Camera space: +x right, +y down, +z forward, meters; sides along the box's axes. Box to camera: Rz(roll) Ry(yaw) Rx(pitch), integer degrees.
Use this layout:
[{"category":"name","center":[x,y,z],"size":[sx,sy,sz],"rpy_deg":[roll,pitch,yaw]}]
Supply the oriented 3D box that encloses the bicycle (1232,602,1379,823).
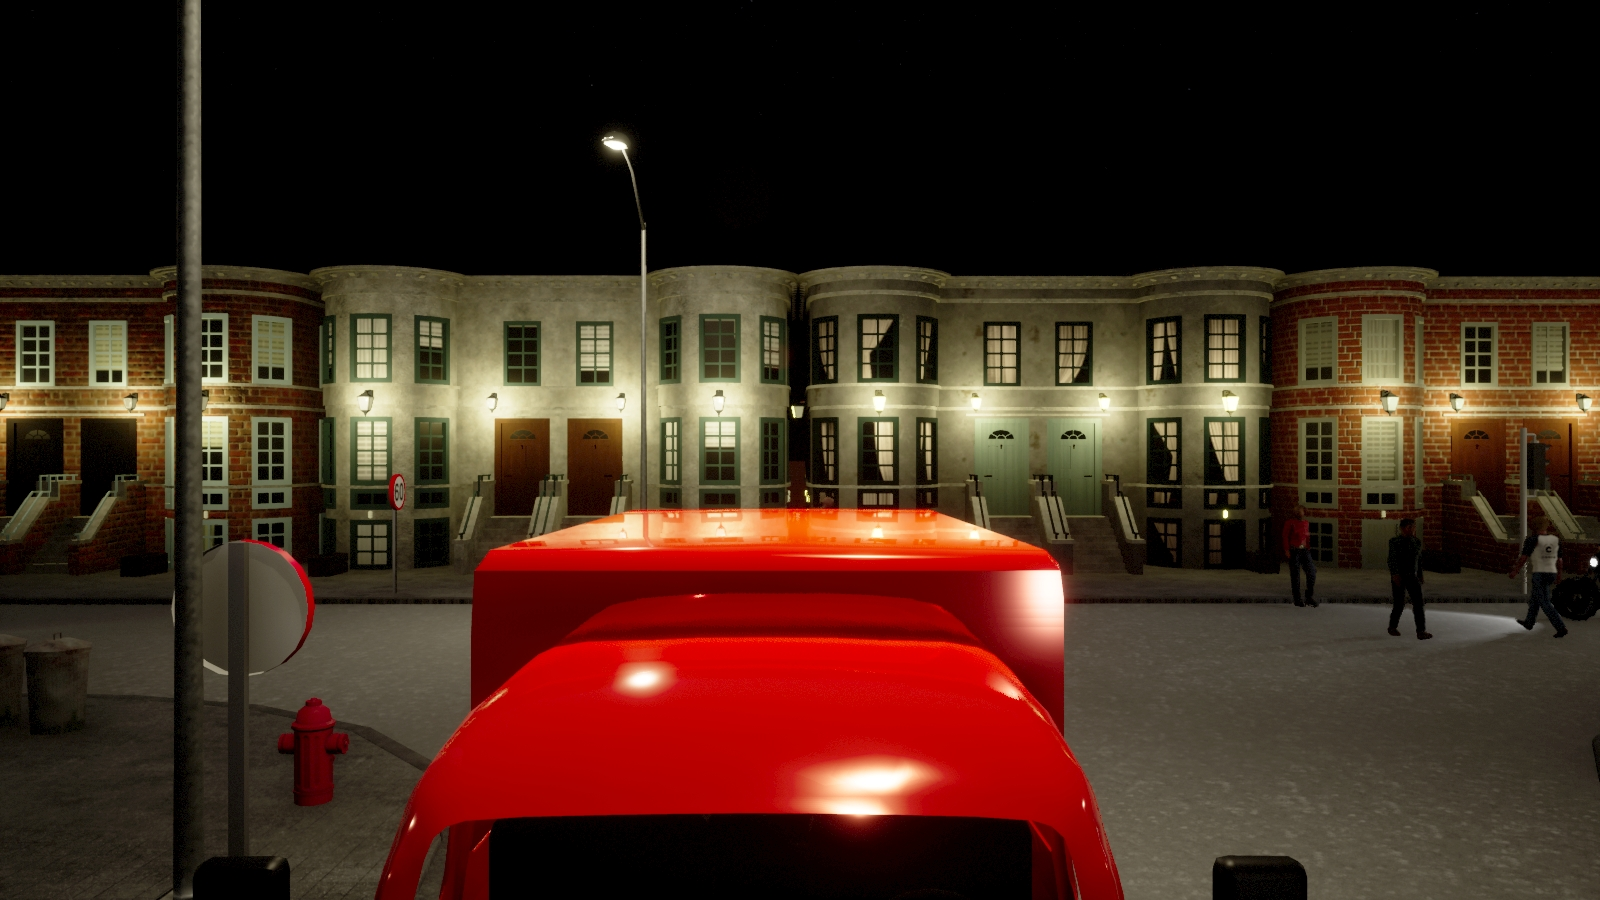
[{"category":"bicycle","center":[3.845,1.940,8.827],"size":[0.329,1.271,1.835],"rpy_deg":[0,0,0]}]

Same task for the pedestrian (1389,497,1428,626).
[{"category":"pedestrian","center":[8.923,1.628,16.768],"size":[0.375,1.860,0.375],"rpy_deg":[0,0,0]}]

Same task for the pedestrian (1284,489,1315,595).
[{"category":"pedestrian","center":[8.890,1.628,20.338],"size":[0.375,1.860,0.375],"rpy_deg":[0,0,-4]}]

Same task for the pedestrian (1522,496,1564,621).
[{"category":"pedestrian","center":[11.226,1.629,17.260],"size":[0.375,1.860,0.375],"rpy_deg":[0,0,-7]}]

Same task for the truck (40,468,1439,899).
[{"category":"truck","center":[-0.117,1.348,4.748],"size":[2.627,2.467,5.204],"rpy_deg":[0,0,0]}]
